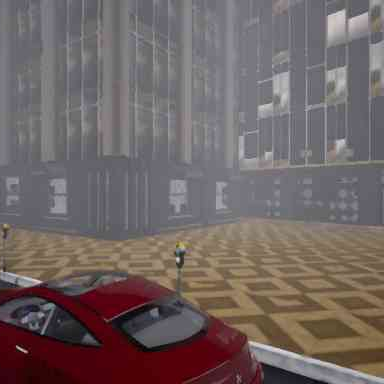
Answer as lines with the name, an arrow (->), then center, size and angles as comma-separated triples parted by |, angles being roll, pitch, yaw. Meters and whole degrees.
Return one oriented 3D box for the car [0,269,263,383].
car -> -1.290, 1.581, 3.793 | 4.206, 1.307, 1.802 | 0, 0, 35
